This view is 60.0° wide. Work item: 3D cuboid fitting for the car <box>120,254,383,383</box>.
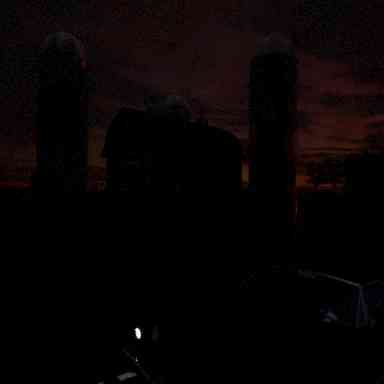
[{"bbox_3d":[1.553,1.605,4.307,4.718,1.301,1.895,0,0,-37],"label":"car"}]
